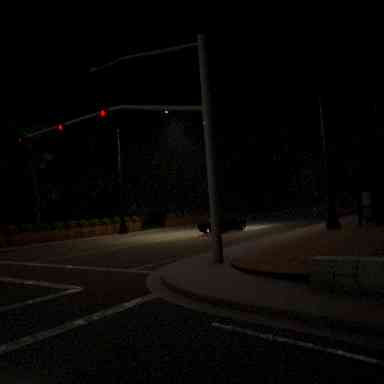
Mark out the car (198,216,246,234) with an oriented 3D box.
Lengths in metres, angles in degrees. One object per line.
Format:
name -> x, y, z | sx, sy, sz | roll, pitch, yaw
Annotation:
car -> 2.533, 2.624, 26.835 | 1.895, 1.301, 4.718 | -6, -4, 36
